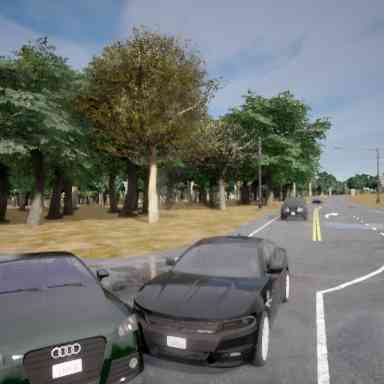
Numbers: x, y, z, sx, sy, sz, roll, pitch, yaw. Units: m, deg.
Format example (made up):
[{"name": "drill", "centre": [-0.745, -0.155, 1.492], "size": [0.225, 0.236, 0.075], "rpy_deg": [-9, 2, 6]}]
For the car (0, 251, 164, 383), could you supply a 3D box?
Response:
[{"name": "car", "centre": [-2.328, 1.643, 5.014], "size": [1.994, 1.385, 4.181], "rpy_deg": [1, -2, -33]}]

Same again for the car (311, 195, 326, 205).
[{"name": "car", "centre": [24.334, 1.785, 64.373], "size": [1.895, 1.301, 4.718], "rpy_deg": [-1, 0, 28]}]

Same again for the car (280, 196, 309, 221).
[{"name": "car", "centre": [9.192, 1.419, 29.664], "size": [2.150, 2.045, 5.566], "rpy_deg": [-1, 0, 20]}]

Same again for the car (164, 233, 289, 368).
[{"name": "car", "centre": [0.714, 1.613, 6.320], "size": [1.882, 1.535, 5.008], "rpy_deg": [-1, -2, 21]}]
